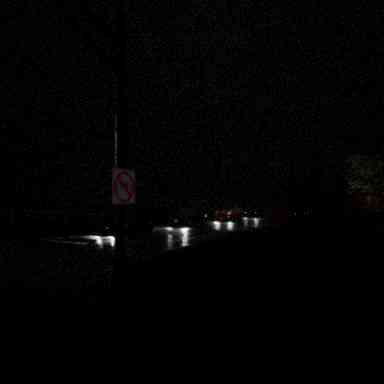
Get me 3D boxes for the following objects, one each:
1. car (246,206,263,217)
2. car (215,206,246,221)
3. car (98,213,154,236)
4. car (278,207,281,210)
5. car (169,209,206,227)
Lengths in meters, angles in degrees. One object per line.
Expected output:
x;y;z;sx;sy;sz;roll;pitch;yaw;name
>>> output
9.154;2.888;48.751;1.837;1.490;4.892;-1;-2;26;car
4.378;2.448;39.589;2.097;1.767;4.553;-1;-2;27;car
-4.399;2.129;22.685;1.994;1.385;4.181;-1;-2;27;car
12.676;2.891;47.687;2.033;1.411;5.357;-1;-2;28;car
-0.297;2.318;30.586;1.837;1.490;4.892;-1;-2;28;car
